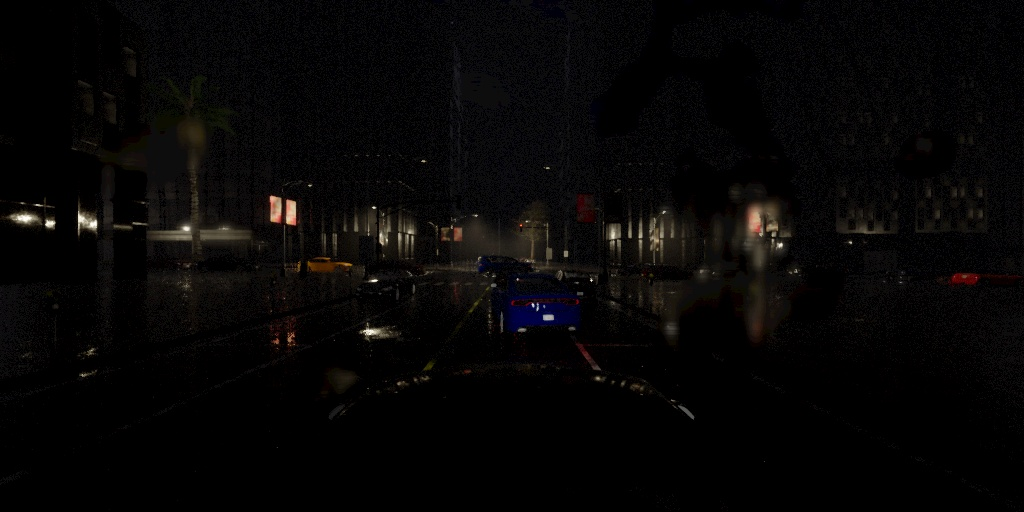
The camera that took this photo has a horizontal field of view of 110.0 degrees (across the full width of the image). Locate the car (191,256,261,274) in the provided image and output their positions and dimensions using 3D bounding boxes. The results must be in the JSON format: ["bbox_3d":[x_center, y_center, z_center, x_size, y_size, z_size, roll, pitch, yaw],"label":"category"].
[{"bbox_3d":[-25.420,0.800,32.353,5.008,1.535,1.882,1,0,0],"label":"car"}]

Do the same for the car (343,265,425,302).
[{"bbox_3d":[-5.756,1.302,16.794,2.007,1.370,4.403,0,0,0],"label":"car"}]

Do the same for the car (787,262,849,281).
[{"bbox_3d":[33.104,1.627,38.826,5.566,2.045,2.150,1,0,1],"label":"car"}]

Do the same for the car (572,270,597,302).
[{"bbox_3d":[2.770,1.303,16.787,2.007,1.370,4.403,0,0,0],"label":"car"}]

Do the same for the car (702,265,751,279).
[{"bbox_3d":[23.181,1.708,38.872,4.902,1.511,2.128,1,0,0],"label":"car"}]

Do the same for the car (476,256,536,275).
[{"bbox_3d":[-0.569,0.994,35.509,5.566,2.045,2.150,0,0,0],"label":"car"}]

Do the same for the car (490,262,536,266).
[{"bbox_3d":[0.075,1.257,17.996,1.837,1.490,4.892,0,0,0],"label":"car"}]

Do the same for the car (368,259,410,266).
[{"bbox_3d":[-10.359,1.067,32.298,5.008,1.535,1.882,1,0,0],"label":"car"}]

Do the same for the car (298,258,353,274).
[{"bbox_3d":[-18.429,0.930,35.580,5.008,1.535,1.882,1,0,0],"label":"car"}]

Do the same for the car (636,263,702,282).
[{"bbox_3d":[14.016,1.557,32.208,4.674,1.442,1.812,1,0,0],"label":"car"}]

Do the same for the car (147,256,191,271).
[{"bbox_3d":[-34.539,0.698,35.639,4.674,1.442,1.812,1,0,0],"label":"car"}]

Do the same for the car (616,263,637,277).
[{"bbox_3d":[13.762,1.532,38.892,4.902,1.511,2.128,1,0,-1],"label":"car"}]

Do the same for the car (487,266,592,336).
[{"bbox_3d":[0.467,1.229,10.494,1.882,1.535,5.008,0,0,-8],"label":"car"}]

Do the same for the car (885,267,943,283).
[{"bbox_3d":[43.400,1.954,38.754,4.553,1.767,2.097,1,0,1],"label":"car"}]

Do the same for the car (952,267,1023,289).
[{"bbox_3d":[42.640,1.925,32.102,4.553,1.767,2.097,1,0,0],"label":"car"}]
